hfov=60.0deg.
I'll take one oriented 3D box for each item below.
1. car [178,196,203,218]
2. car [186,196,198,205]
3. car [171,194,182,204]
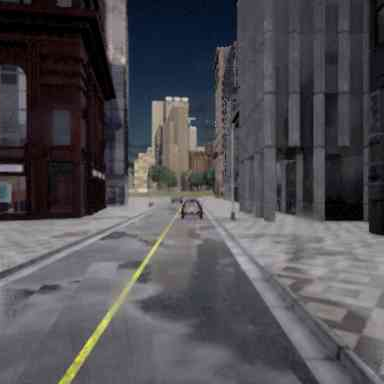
[{"bbox_3d":[0.016,1.488,30.765,2.033,1.649,4.856,0,0,0],"label":"car"},{"bbox_3d":[-0.017,1.616,62.183,2.128,1.511,4.902,0,0,0],"label":"car"},{"bbox_3d":[-3.027,1.351,67.141,2.150,2.045,5.566,0,0,0],"label":"car"}]
